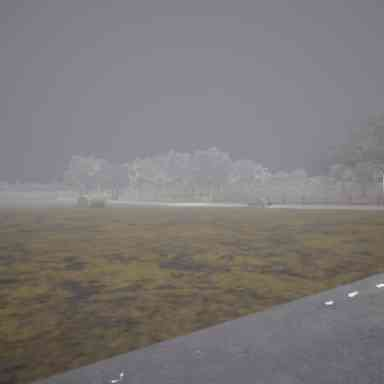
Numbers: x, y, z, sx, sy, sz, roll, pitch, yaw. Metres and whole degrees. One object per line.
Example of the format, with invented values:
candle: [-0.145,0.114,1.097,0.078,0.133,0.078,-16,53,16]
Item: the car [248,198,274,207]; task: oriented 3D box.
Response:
car: [10.724,1.581,52.005,1.994,1.385,4.181,-2,0,-35]
